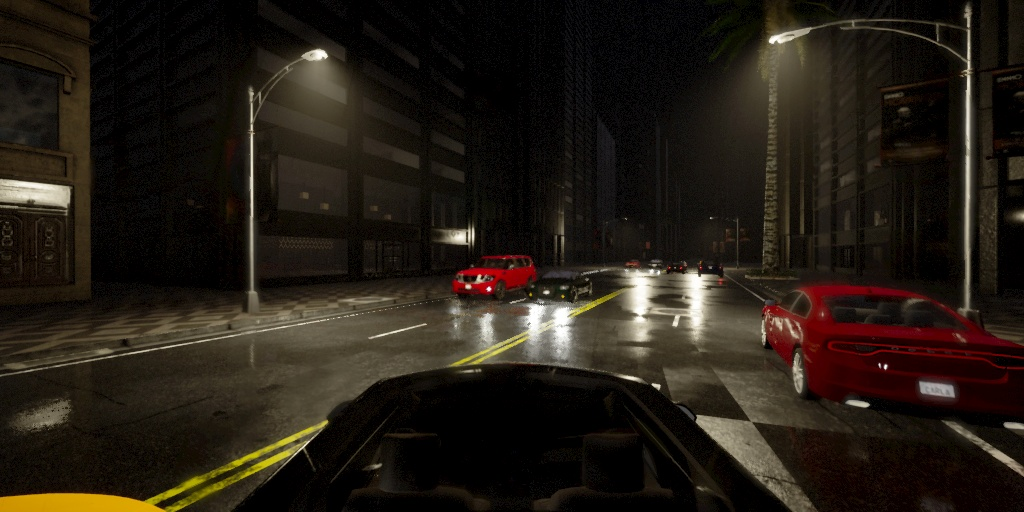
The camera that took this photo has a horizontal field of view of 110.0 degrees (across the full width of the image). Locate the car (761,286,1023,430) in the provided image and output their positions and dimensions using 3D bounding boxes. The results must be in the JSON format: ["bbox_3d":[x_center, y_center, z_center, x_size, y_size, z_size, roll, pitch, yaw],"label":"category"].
[{"bbox_3d":[5.516,1.228,5.895,1.882,1.535,5.008,0,0,27],"label":"car"}]

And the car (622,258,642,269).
[{"bbox_3d":[18.921,1.310,55.878,1.812,1.442,4.674,0,0,27],"label":"car"}]

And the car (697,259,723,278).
[{"bbox_3d":[19.304,1.118,34.965,2.097,1.767,4.553,0,0,27],"label":"car"}]

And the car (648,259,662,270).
[{"bbox_3d":[22.041,1.276,54.832,2.128,1.511,4.902,0,0,27],"label":"car"}]

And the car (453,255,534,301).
[{"bbox_3d":[-0.631,0.974,17.954,2.150,2.045,5.566,0,0,27],"label":"car"}]

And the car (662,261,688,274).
[{"bbox_3d":[18.667,1.317,40.788,2.033,1.411,5.357,0,0,27],"label":"car"}]

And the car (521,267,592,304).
[{"bbox_3d":[2.324,1.316,16.595,1.994,1.385,4.181,0,0,27],"label":"car"}]
